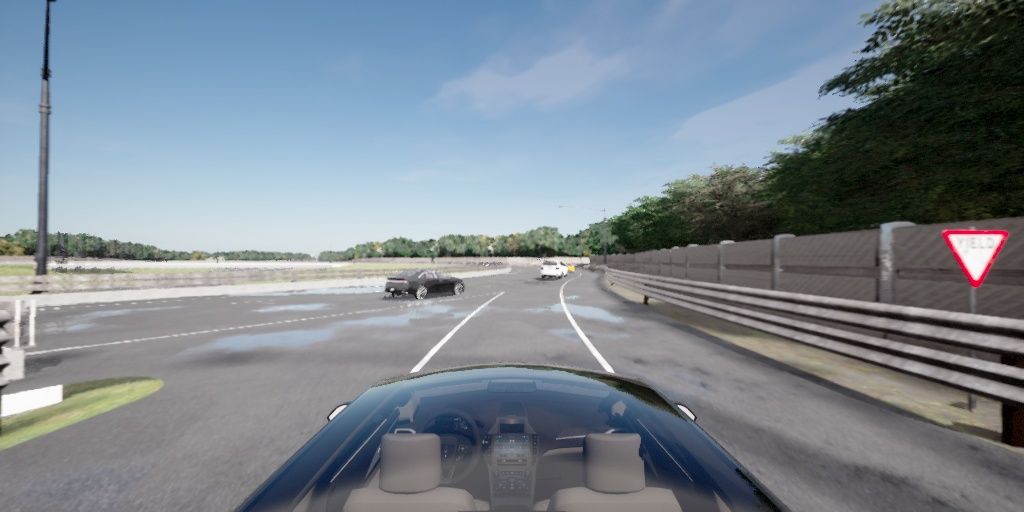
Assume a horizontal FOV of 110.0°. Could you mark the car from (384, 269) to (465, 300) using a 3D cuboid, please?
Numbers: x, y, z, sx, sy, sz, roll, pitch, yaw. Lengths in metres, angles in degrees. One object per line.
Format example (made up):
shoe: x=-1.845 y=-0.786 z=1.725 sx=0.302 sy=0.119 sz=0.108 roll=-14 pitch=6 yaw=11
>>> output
car: x=-4.503 y=1.452 z=19.218 sx=2.128 sy=1.511 sz=4.902 roll=0 pitch=-1 yaw=30

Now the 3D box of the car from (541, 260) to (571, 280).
car: x=4.684 y=1.477 z=39.429 sx=2.150 sy=2.045 sz=5.566 roll=0 pitch=-1 yaw=18

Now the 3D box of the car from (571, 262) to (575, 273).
car: x=9.676 y=2.047 z=62.182 sx=1.882 sy=1.535 sz=5.008 roll=0 pitch=-1 yaw=7
